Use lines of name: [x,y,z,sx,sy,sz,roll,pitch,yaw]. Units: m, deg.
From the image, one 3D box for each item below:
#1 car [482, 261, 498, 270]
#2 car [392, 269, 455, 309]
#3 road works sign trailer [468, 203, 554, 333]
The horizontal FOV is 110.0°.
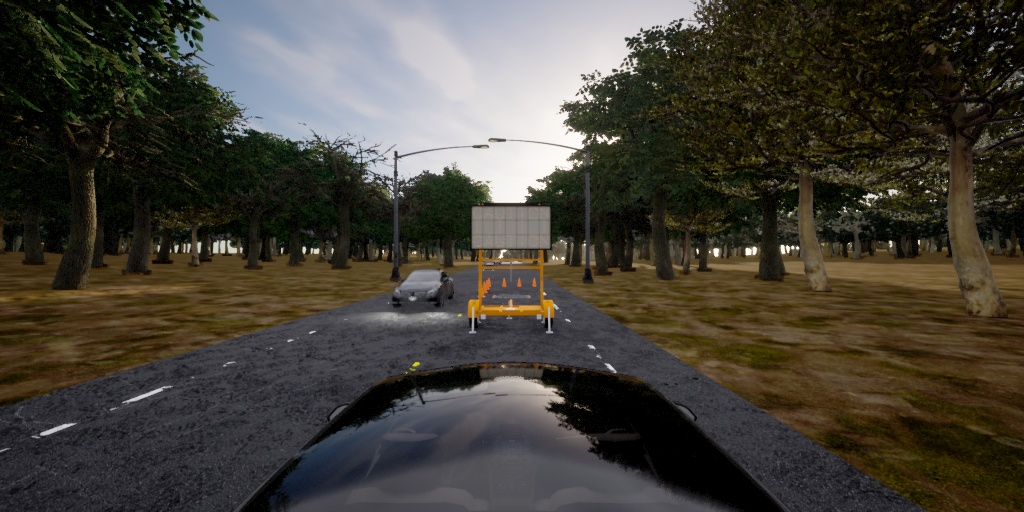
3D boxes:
car: [-3.668,1.374,55.622,2.033,1.411,5.357,0,0,0]
car: [-3.605,1.290,15.300,1.812,1.442,4.674,0,0,0]
road works sign trailer: [-0.027,0.223,10.723,2.380,3.560,2.880,0,0,0]
